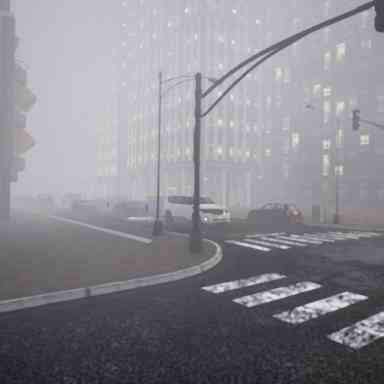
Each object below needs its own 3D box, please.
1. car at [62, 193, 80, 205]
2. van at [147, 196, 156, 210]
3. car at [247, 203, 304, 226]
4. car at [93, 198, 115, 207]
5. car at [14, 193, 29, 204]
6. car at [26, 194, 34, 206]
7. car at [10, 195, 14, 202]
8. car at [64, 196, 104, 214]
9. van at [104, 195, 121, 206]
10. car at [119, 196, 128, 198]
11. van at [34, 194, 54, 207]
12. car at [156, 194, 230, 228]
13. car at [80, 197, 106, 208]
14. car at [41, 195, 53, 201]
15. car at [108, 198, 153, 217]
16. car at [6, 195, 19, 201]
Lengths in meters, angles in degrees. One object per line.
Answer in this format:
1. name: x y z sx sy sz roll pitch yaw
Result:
1. car: -20.393 1.179 56.376 2.150 2.045 5.566 1 -1 -35
2. van: -3.932 1.378 37.844 1.690 1.788 3.998 1 -1 -35
3. car: 5.880 1.501 24.028 1.967 1.590 4.097 1 -1 -35
4. car: -13.750 1.583 51.657 1.947 1.339 4.313 1 -1 -35
5. car: -30.390 1.153 60.622 2.192 1.841 5.009 1 -1 -35
6. car: -23.852 1.430 51.409 1.802 1.307 4.206 1 -1 -35
7. car: -36.936 1.395 69.830 1.947 1.339 4.313 1 -1 -35
8. car: -10.767 1.425 32.990 2.008 1.369 4.403 1 -1 -35
9. van: -10.474 1.364 47.055 1.690 1.788 3.998 1 -1 -35
10. car: -7.207 1.581 42.447 2.008 1.369 4.403 1 -1 -35
11. van: -20.577 1.195 46.807 1.690 1.788 3.998 1 -1 -35
12. car: 0.100 1.167 22.173 2.150 2.045 5.566 1 -1 -35
13. car: -14.330 1.516 47.913 2.033 1.411 5.357 1 -1 -35
14. car: -36.649 1.567 83.891 1.802 1.307 4.206 1 -1 -35
15. car: -5.689 1.495 30.322 1.994 1.385 4.181 1 -1 -35
16. car: -40.207 1.376 74.435 2.008 1.369 4.403 1 -1 -35
